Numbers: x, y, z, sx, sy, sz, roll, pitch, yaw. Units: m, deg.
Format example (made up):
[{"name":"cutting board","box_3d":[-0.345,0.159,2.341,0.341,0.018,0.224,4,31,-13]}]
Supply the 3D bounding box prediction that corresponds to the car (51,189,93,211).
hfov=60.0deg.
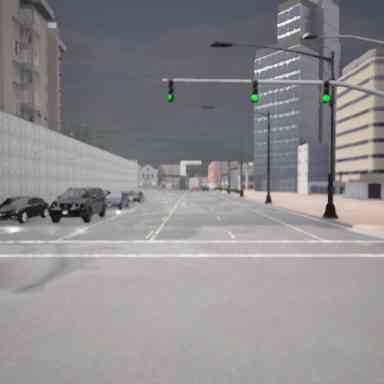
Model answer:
[{"name":"car","box_3d":[-10.596,0.670,29.788,2.097,1.767,4.553,0,1,0]}]

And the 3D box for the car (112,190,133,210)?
[{"name":"car","box_3d":[-7.095,0.816,30.995,1.812,1.442,4.674,0,1,0]}]

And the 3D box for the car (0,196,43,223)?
[{"name":"car","box_3d":[-10.598,1.029,20.726,1.837,1.490,4.892,0,1,0]}]

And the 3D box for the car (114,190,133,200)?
[{"name":"car","box_3d":[-10.533,0.419,51.703,1.895,1.301,4.718,0,1,0]}]

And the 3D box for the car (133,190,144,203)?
[{"name":"car","box_3d":[-7.086,0.546,41.334,2.128,1.511,4.902,0,1,0]}]

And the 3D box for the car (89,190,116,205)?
[{"name":"car","box_3d":[-10.589,0.599,39.607,1.837,1.490,4.892,0,1,0]}]

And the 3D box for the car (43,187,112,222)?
[{"name":"car","box_3d":[-7.094,0.731,21.350,2.150,2.045,5.566,0,1,0]}]
